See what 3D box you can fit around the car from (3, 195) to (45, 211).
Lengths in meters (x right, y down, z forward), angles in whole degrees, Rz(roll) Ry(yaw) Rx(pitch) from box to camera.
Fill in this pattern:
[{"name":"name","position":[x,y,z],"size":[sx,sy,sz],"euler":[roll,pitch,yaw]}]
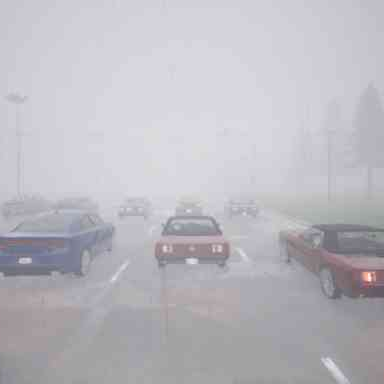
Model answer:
[{"name":"car","position":[-10.694,0.964,22.354],"size":[2.128,1.511,4.902],"euler":[0,1,-1]}]

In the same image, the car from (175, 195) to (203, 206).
[{"name":"car","position":[-0.204,0.963,23.024],"size":[1.812,1.442,4.674],"euler":[0,1,-1]}]

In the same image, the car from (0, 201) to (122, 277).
[{"name":"car","position":[-3.540,1.250,9.504],"size":[1.882,1.535,5.008],"euler":[0,1,-1]}]

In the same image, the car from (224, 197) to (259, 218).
[{"name":"car","position":[3.297,1.030,23.046],"size":[1.895,1.301,4.718],"euler":[0,1,0]}]

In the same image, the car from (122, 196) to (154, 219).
[{"name":"car","position":[-3.695,1.006,22.424],"size":[2.033,1.411,5.357],"euler":[0,1,-1]}]

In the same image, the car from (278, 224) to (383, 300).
[{"name":"car","position":[3.514,1.399,7.849],"size":[1.895,1.301,4.718],"euler":[0,1,-1]}]

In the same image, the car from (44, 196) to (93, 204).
[{"name":"car","position":[-7.176,1.005,20.961],"size":[1.837,1.490,4.892],"euler":[0,1,-1]}]

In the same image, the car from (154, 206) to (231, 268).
[{"name":"car","position":[-0.026,1.347,10.297],"size":[1.895,1.301,4.718],"euler":[0,1,-1]}]
